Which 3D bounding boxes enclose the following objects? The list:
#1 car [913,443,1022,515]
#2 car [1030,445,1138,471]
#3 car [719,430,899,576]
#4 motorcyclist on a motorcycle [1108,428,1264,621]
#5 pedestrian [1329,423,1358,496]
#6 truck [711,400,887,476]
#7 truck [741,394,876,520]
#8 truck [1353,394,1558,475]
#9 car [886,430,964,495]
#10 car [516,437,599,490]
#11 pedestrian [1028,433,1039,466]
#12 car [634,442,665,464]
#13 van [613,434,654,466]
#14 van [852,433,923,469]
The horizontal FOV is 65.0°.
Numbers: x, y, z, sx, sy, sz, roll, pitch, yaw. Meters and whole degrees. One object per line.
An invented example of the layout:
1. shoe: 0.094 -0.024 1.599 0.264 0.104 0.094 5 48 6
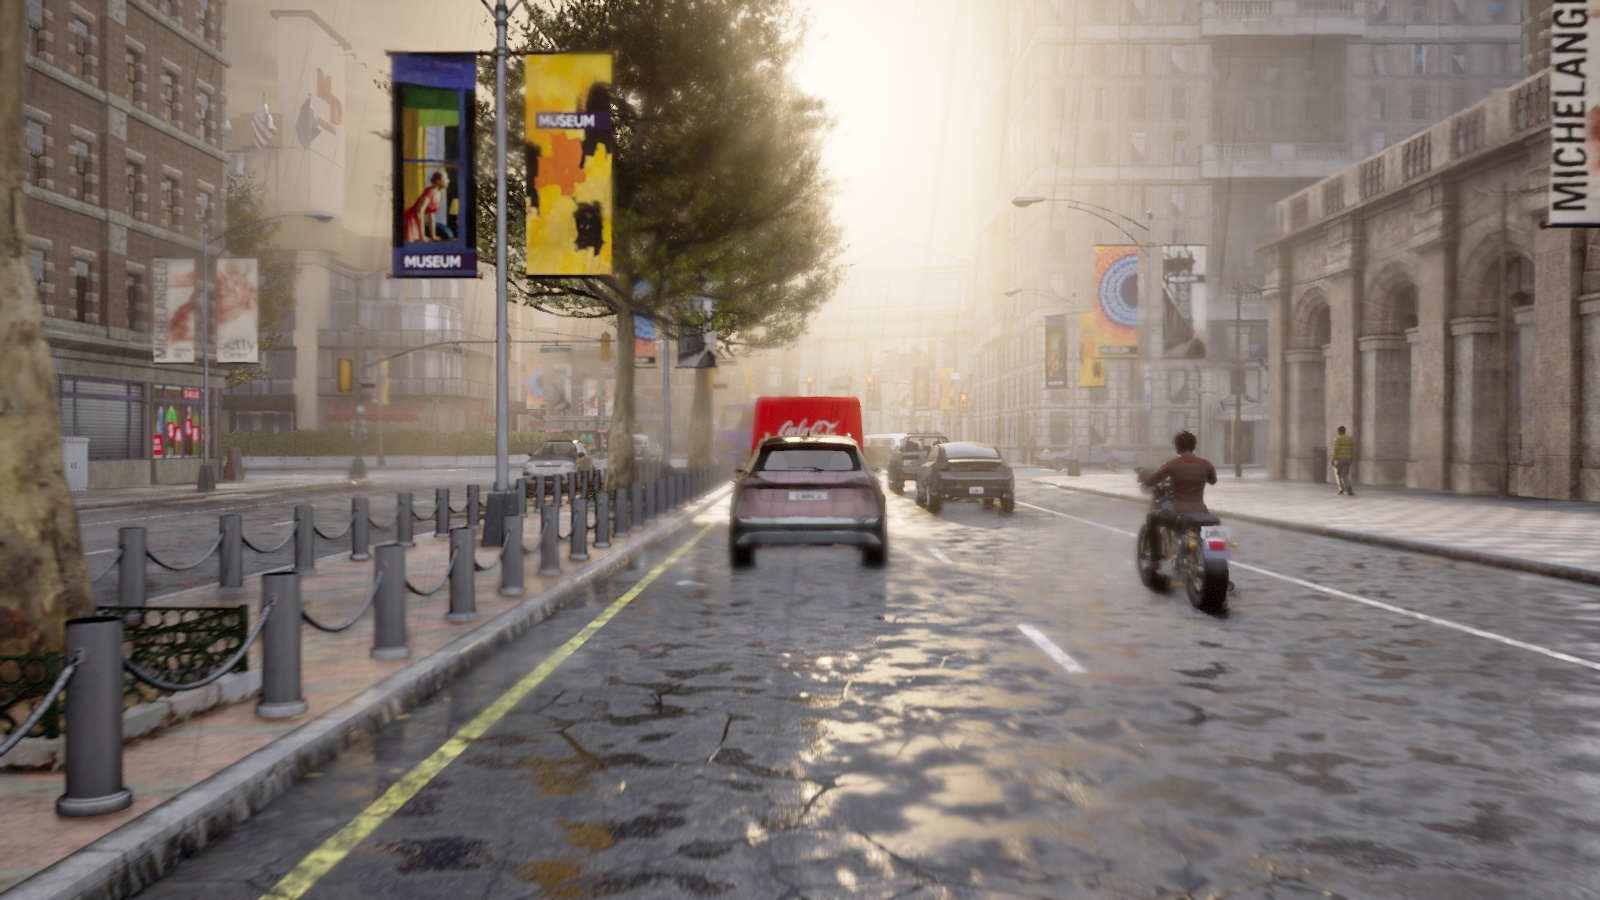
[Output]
1. car: 3.677 0.594 28.384 1.837 1.490 4.892 0 0 0
2. car: 15.352 0.423 68.068 5.357 1.411 2.033 0 0 0
3. car: 0.110 0.583 16.618 2.033 1.649 4.856 0 0 0
4. motorcyclist on a motorcycle: 3.583 0.633 11.889 0.766 1.649 2.350 0 0 0
5. pedestrian: 13.721 0.235 31.716 0.431 1.840 0.709 0 0 0
6. truck: -0.031 -0.574 60.067 7.936 3.462 2.891 0 0 -25
7. truck: 0.171 0.110 27.112 2.627 2.467 5.204 0 1 0
8. truck: 31.753 -0.737 61.056 8.468 3.827 2.891 0 0 0
9. car: 3.731 0.351 38.162 1.932 1.855 4.605 0 0 0
10. car: -7.758 0.410 40.488 1.851 1.617 3.988 0 0 1
11. pedestrian: 13.828 -0.006 74.516 0.423 1.949 0.788 0 0 -7
12. car: -10.965 0.200 91.541 1.789 1.549 3.705 0 0 0
13. van: -10.980 -0.007 83.095 2.069 2.038 4.480 0 0 0
14. van: 5.203 0.051 75.060 2.069 2.038 4.480 -1 1 -30
